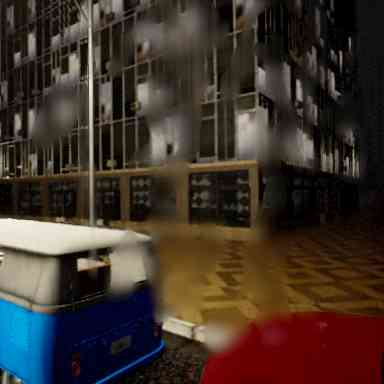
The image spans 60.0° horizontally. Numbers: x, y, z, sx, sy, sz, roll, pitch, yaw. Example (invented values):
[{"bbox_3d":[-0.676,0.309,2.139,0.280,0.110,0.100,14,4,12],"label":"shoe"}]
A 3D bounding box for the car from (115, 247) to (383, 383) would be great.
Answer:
[{"bbox_3d":[2.256,1.322,1.289,5.009,1.841,2.192,0,-1,36],"label":"car"}]

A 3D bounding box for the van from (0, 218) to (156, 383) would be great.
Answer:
[{"bbox_3d":[-2.229,1.317,4.486,3.998,1.788,1.690,0,-1,36],"label":"van"}]
